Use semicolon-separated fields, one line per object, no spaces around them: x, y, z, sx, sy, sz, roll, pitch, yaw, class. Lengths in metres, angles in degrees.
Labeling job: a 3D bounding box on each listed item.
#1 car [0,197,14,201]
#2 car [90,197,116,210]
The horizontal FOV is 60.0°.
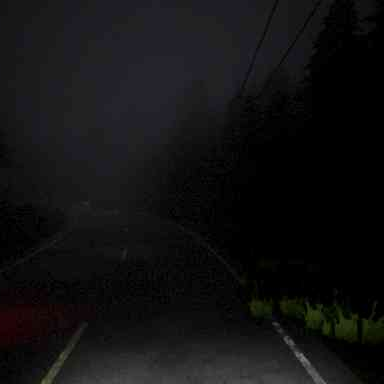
-27.152;1.311;46.265;5.008;1.535;1.882;0;0;11;car
-10.636;1.320;39.640;2.128;1.511;4.902;0;0;-34;car
